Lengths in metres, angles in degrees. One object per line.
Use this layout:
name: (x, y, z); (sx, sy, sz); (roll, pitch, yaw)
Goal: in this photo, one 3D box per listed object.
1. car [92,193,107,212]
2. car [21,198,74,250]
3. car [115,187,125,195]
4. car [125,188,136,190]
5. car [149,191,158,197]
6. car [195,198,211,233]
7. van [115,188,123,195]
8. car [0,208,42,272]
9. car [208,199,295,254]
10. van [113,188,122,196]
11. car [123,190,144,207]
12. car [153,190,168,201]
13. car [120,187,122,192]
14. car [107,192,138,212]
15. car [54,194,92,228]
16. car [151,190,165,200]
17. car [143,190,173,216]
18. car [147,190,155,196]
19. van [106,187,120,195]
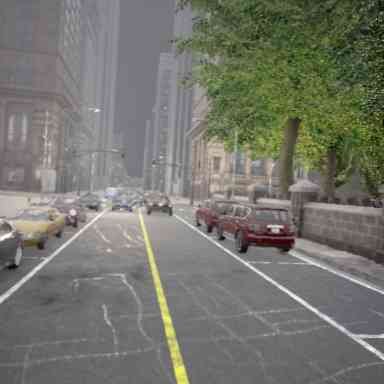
car: (-8.778, 0.891, 28.801); (1.947, 1.339, 4.313); (3, 0, -10)
car: (-5.870, 1.117, 12.315); (1.752, 1.417, 4.829); (3, 0, -10)
car: (-20.006, -0.330, 92.556); (2.192, 1.841, 5.009); (3, 0, -10)
car: (-15.932, 0.154, 85.264); (2.033, 1.411, 5.357); (3, 0, -10)
car: (-9.750, 0.552, 83.332); (2.008, 1.369, 4.403); (3, 0, -10)
car: (1.534, 1.307, 19.417); (2.192, 1.841, 5.009); (3, 0, -10)
van: (-19.062, -0.225, 87.197); (1.690, 1.788, 3.998); (3, 0, -10)
car: (-4.943, 1.224, 7.043); (2.008, 1.369, 4.403); (3, 0, -10)
car: (2.492, 1.393, 13.977); (2.192, 1.841, 5.009); (3, 0, -10)
van: (-17.172, -0.067, 76.482); (1.690, 1.788, 3.998); (3, 0, -10)
car: (-5.844, 0.941, 39.027); (2.128, 1.511, 4.902); (4, 0, 16)
car: (-5.957, 0.635, 61.901); (2.192, 1.841, 5.009); (3, 0, -10)
car: (-14.343, 0.271, 60.408); (1.967, 1.590, 4.097); (3, 0, -10)
car: (-6.312, 1.010, 30.528); (2.033, 1.411, 5.357); (3, 0, -9)
car: (-6.853, 0.943, 17.922); (1.967, 1.590, 4.097); (3, 0, -10)
car: (-6.902, 0.554, 67.259); (2.192, 1.841, 5.009); (3, 0, -10)
car: (-2.908, 1.024, 29.161); (2.097, 1.767, 4.553); (3, 0, -10)
car: (-11.633, 0.284, 94.047); (1.967, 1.590, 4.097); (3, 0, -10)
van: (-13.393, 0.253, 55.050); (1.690, 1.788, 3.998); (3, 0, -10)
